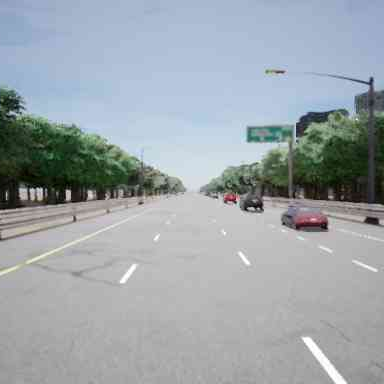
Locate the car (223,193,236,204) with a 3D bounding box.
[{"bbox_3d":[7.180,1.175,63.458,2.150,2.045,5.566,0,0,0],"label":"car"}]

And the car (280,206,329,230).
[{"bbox_3d":[7.030,1.561,21.193,1.994,1.385,4.181,0,0,0],"label":"car"}]

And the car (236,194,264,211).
[{"bbox_3d":[7.092,1.197,39.953,2.150,2.045,5.566,0,0,0],"label":"car"}]
